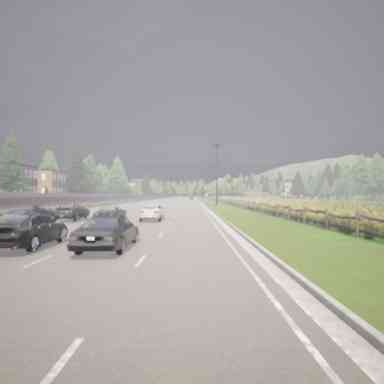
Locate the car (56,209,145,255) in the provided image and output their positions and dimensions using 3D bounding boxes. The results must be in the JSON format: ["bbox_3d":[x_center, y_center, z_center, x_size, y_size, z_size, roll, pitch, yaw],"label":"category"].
[{"bbox_3d":[-3.501,1.679,13.981,2.033,1.411,5.357,0,-1,0],"label":"car"}]

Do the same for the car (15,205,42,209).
[{"bbox_3d":[-14.004,1.819,28.979,2.033,1.411,5.357,0,-1,0],"label":"car"}]

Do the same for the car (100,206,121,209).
[{"bbox_3d":[-7.003,1.874,29.097,1.895,1.301,4.718,0,0,0],"label":"car"}]

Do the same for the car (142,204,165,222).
[{"bbox_3d":[-3.499,1.801,29.374,1.812,1.442,4.674,0,0,0],"label":"car"}]

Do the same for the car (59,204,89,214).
[{"bbox_3d":[-10.500,1.767,29.280,2.128,1.511,4.902,0,0,0],"label":"car"}]

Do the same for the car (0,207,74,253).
[{"bbox_3d":[-6.997,1.642,14.298,1.837,1.490,4.892,0,0,0],"label":"car"}]
